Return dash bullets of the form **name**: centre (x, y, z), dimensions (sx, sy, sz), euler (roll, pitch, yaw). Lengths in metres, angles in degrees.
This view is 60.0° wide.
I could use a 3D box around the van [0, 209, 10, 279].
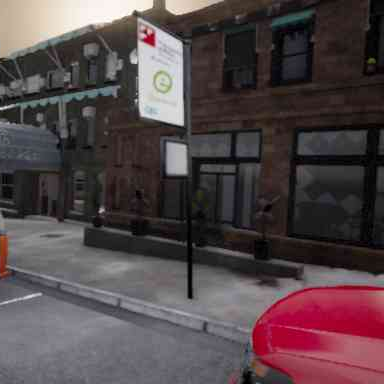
- **van**: centre (-6.327, 1.243, 8.047), dimensions (4.442, 1.987, 1.878), euler (0, 0, 36)
